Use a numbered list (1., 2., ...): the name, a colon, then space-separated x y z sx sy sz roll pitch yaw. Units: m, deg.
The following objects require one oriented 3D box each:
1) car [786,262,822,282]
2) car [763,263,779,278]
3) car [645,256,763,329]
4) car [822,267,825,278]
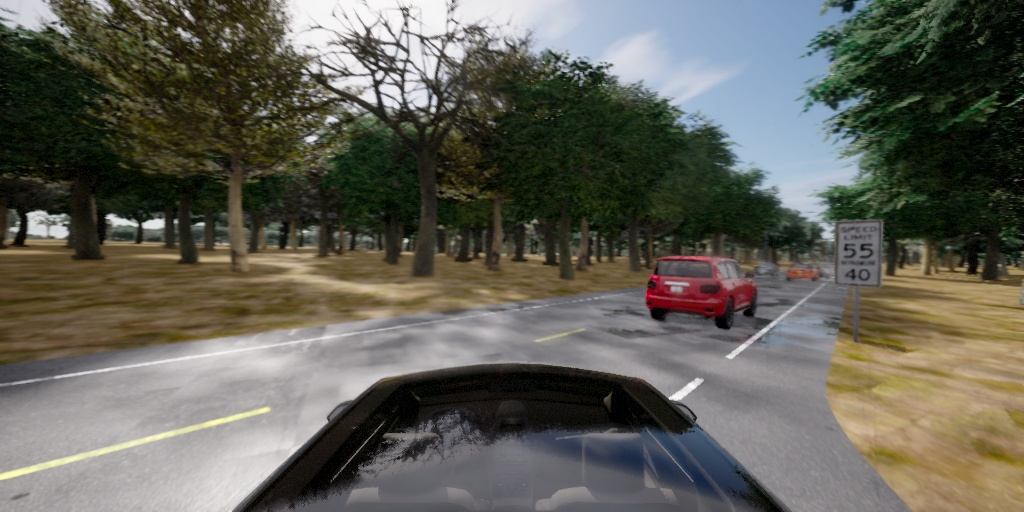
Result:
1. car: 27.430 1.447 33.776 2.097 1.767 4.553 1 0 44
2. car: 28.202 1.524 39.719 2.128 1.511 4.902 1 0 44
3. car: 6.414 1.039 11.891 2.150 2.045 5.566 1 0 44
4. car: 34.949 1.763 41.686 1.994 1.385 4.181 1 0 44
